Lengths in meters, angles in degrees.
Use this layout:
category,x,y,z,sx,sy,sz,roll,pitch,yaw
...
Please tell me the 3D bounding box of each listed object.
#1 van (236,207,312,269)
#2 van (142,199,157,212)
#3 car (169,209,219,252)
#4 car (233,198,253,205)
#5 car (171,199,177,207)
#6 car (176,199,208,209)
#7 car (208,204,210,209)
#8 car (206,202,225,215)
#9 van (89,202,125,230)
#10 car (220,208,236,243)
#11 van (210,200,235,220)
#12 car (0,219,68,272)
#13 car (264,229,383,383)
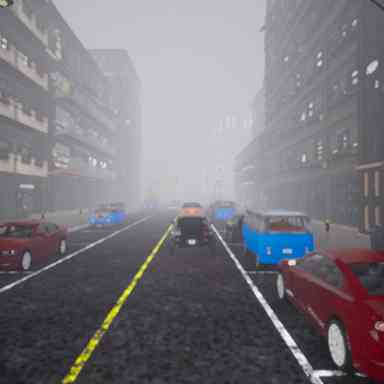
category,x,y,z,sx,sy,sz,roll,pitch,yaw
van,2.696,1.450,11.234,1.690,1.788,3.998,0,-1,0
van,-5.685,1.796,45.203,1.690,1.788,3.998,0,-1,0
car,0.004,1.665,14.391,1.812,1.442,4.674,0,0,0
car,13.466,2.533,87.926,5.009,1.841,2.192,1,-2,-1
car,-3.023,2.172,65.609,2.128,1.511,4.902,0,-1,0
car,0.002,1.637,29.074,2.097,1.767,4.553,0,-1,0
car,2.695,1.903,33.878,1.947,1.339,4.313,0,-1,0
car,2.694,1.962,39.541,1.947,1.339,4.313,0,-1,0
van,-5.685,1.562,22.557,1.690,1.788,3.998,0,-1,0
car,2.695,1.730,16.892,1.947,1.339,4.313,0,-1,0
van,2.696,1.619,28.219,1.690,1.788,3.998,0,-1,0
car,-5.685,1.654,11.232,1.887,1.381,4.507,0,-1,0
car,2.696,1.599,5.570,1.887,1.381,4.507,0,-1,0
